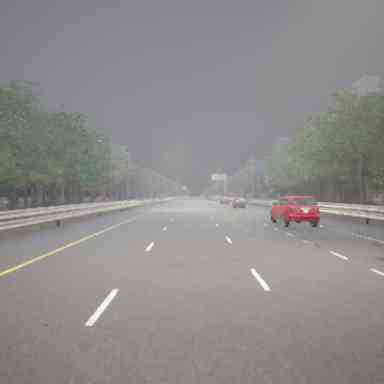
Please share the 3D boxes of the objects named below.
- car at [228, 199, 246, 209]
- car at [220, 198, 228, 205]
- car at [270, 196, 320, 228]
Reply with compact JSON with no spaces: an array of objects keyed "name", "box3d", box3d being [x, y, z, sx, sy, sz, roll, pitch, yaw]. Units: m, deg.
[{"name":"car","box3d":[7.136,1.864,51.591,1.812,1.442,4.674,0,-1,0]},{"name":"car","box3d":[7.297,2.107,75.308,2.128,1.511,4.902,0,-1,0]},{"name":"car","box3d":[7.024,1.302,23.166,2.150,2.045,5.566,0,0,0]}]
